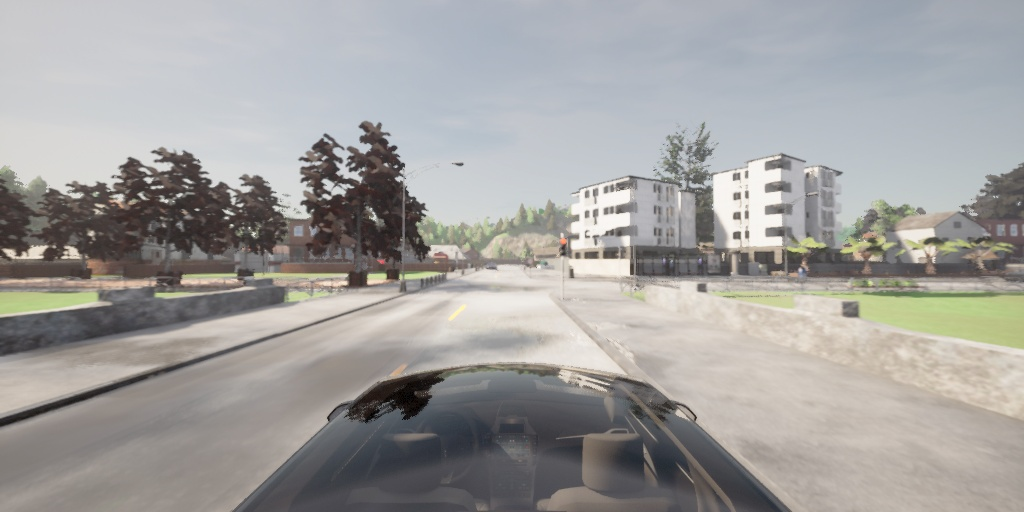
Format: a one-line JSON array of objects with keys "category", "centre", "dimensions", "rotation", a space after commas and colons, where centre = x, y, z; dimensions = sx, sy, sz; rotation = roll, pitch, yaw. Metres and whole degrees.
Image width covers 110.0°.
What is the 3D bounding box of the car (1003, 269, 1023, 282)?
[{"category": "car", "centre": [46.875, 1.719, 31.953], "dimensions": [4.181, 1.385, 1.994], "rotation": [0, -1, 0]}]
